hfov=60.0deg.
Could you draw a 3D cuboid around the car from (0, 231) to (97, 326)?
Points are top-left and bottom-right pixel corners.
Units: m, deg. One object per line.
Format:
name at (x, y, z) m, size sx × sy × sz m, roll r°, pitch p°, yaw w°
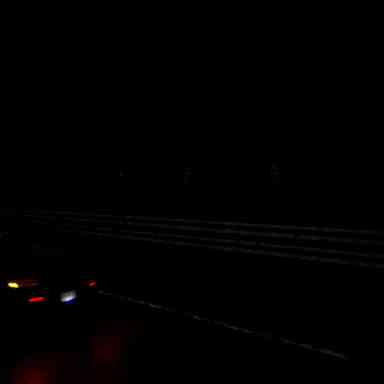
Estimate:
car at (-3.889, 1.526, 6.770) m, size 4.674 × 1.442 × 1.812 m, roll 0°, pitch 0°, yaw 36°
